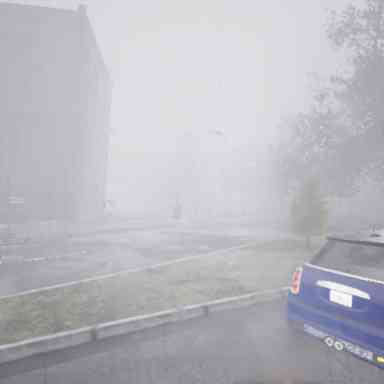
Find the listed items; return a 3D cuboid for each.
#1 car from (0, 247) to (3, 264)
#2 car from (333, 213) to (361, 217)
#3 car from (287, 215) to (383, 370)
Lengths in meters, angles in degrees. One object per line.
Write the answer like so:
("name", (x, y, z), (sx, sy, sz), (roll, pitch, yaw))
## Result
("car", (-6.753, 1.410, 6.943), (4.902, 1.511, 2.128), (0, 1, -44))
("car", (25.415, 4.024, 53.071), (5.357, 1.411, 2.033), (3, -2, 0))
("car", (3.723, 1.372, 5.285), (4.553, 1.767, 2.097), (0, 0, -30))
